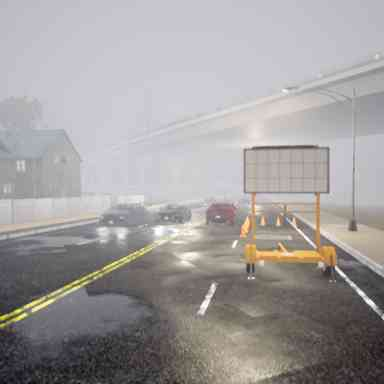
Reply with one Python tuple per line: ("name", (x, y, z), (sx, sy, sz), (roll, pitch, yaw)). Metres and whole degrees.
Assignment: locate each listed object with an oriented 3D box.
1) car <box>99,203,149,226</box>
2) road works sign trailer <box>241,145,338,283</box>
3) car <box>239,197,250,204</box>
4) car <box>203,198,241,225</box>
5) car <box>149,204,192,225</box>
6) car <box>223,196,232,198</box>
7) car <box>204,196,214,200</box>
("car", (-4.626, 1.517, 23.717), (2.033, 1.411, 5.357), (0, 0, 12))
("road works sign trailer", (2.713, 0.449, 9.760), (2.380, 3.560, 2.880), (0, 0, 8))
("car", (9.341, 1.497, 59.466), (1.994, 1.385, 4.181), (0, 0, 11))
("car", (2.199, 1.446, 23.657), (1.882, 1.535, 5.008), (0, 0, 11))
("car", (-1.296, 1.533, 23.787), (1.994, 1.385, 4.181), (0, 0, 12))
("car", (6.814, 1.478, 64.158), (2.033, 1.411, 5.357), (0, 0, 12))
("car", (3.471, 1.495, 64.086), (1.994, 1.385, 4.181), (0, 0, 12))
